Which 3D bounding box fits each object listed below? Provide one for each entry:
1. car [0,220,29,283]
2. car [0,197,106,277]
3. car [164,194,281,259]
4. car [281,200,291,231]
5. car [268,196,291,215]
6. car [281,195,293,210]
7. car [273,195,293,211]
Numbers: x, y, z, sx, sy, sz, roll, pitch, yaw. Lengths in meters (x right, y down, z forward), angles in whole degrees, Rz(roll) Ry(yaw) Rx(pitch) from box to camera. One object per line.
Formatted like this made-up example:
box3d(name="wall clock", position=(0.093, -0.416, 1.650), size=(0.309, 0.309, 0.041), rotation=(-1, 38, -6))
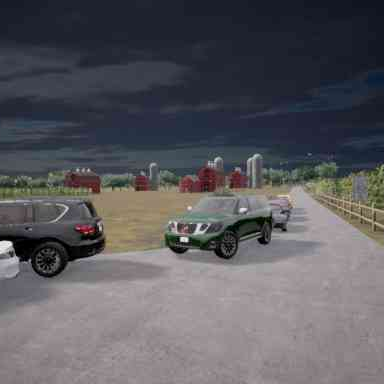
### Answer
box3d(name="car", position=(-6.104, 1.612, 6.679), size=(4.674, 1.442, 1.812), rotation=(-2, 2, -38))
box3d(name="car", position=(-5.365, 1.225, 9.595), size=(5.566, 2.045, 2.150), rotation=(-1, 1, -4))
box3d(name="car", position=(1.298, 1.106, 12.668), size=(2.150, 2.045, 5.566), rotation=(0, 0, 34))
box3d(name="car", position=(4.415, 1.377, 18.993), size=(1.994, 1.385, 4.181), rotation=(0, 0, 17))
box3d(name="car", position=(8.189, 1.193, 30.772), size=(1.837, 1.490, 4.892), rotation=(0, 0, 18))
box3d(name="car", position=(6.266, 1.231, 24.727), size=(1.882, 1.535, 5.008), rotation=(0, 0, 18))
box3d(name="car", position=(10.003, 1.104, 36.475), size=(1.882, 1.535, 5.008), rotation=(0, 1, 18))
